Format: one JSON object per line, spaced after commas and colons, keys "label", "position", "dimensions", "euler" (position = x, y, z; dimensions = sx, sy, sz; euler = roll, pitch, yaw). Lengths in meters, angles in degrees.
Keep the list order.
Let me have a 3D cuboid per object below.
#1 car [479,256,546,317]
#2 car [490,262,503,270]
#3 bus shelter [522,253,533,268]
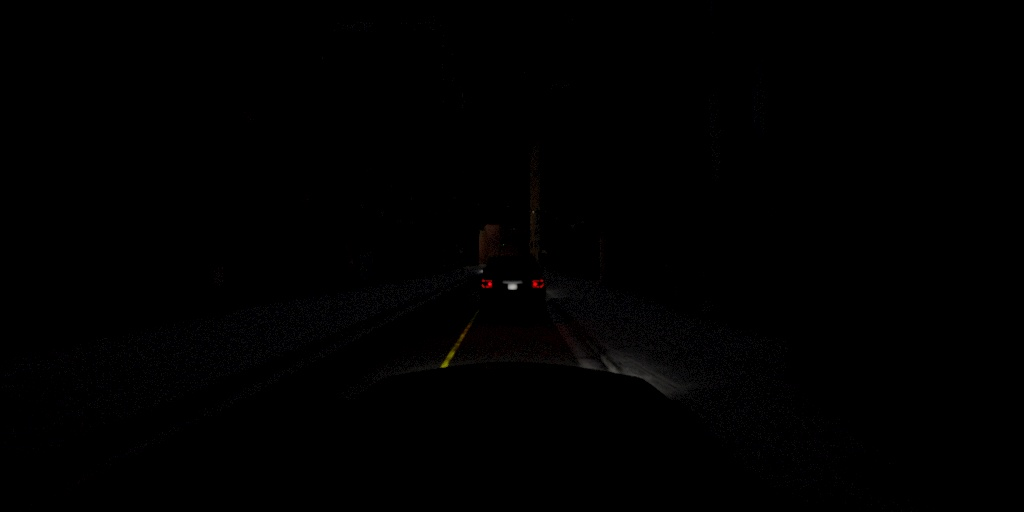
{"label": "car", "position": [0.041, 1.018, 13.505], "dimensions": [2.150, 2.045, 5.566], "euler": [0, 0, 1]}
{"label": "car", "position": [-2.529, 1.604, 59.761], "dimensions": [1.895, 1.301, 4.718], "euler": [0, 0, 1]}
{"label": "bus shelter", "position": [2.911, 0.904, 65.138], "dimensions": [1.920, 2.740, 3.880], "euler": [0, 0, 0]}
